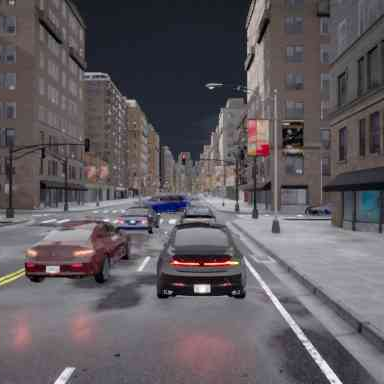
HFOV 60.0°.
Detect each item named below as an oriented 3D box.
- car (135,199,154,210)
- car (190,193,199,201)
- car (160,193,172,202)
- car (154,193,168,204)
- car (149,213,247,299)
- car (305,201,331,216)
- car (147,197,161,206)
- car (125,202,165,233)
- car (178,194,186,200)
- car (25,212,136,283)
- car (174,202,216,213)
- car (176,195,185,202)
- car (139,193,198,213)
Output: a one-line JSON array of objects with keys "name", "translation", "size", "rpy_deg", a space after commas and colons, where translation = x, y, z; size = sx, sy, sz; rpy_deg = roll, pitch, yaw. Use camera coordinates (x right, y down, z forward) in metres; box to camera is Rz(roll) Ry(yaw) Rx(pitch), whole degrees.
[{"name": "car", "translation": [-6.212, 1.582, 44.093], "size": [1.895, 1.301, 4.718], "rpy_deg": [0, 0, 0]}, {"name": "car", "translation": [0.706, 1.160, 85.660], "size": [2.150, 2.045, 5.566], "rpy_deg": [0, 0, 0]}, {"name": "car", "translation": [-5.874, 1.170, 75.458], "size": [2.150, 2.045, 5.566], "rpy_deg": [0, 0, 0]}, {"name": "car", "translation": [-5.998, 1.183, 64.765], "size": [2.150, 2.045, 5.566], "rpy_deg": [0, 0, 1]}, {"name": "car", "translation": [0.205, 1.506, 8.459], "size": [1.837, 1.490, 4.892], "rpy_deg": [0, 0, 0]}, {"name": "car", "translation": [14.124, 1.634, 33.127], "size": [5.357, 1.411, 2.033], "rpy_deg": [0, -1, -3]}, {"name": "car", "translation": [-6.126, 1.498, 54.104], "size": [1.812, 1.442, 4.674], "rpy_deg": [0, 0, 1]}, {"name": "car", "translation": [-2.959, 1.546, 19.162], "size": [2.033, 1.411, 5.357], "rpy_deg": [0, 0, 0]}, {"name": "car", "translation": [-2.545, 1.245, 85.658], "size": [1.882, 1.535, 5.008], "rpy_deg": [0, 0, 0]}, {"name": "car", "translation": [-3.026, 1.527, 9.595], "size": [1.812, 1.442, 4.674], "rpy_deg": [0, 0, 1]}, {"name": "car", "translation": [0.291, 1.490, 17.855], "size": [2.128, 1.511, 4.902], "rpy_deg": [0, 0, -1]}, {"name": "car", "translation": [-2.622, 1.493, 75.655], "size": [1.994, 1.385, 4.181], "rpy_deg": [0, 0, 0]}, {"name": "car", "translation": [-2.671, 1.222, 30.165], "size": [5.566, 2.045, 2.150], "rpy_deg": [1, -1, -30]}]
